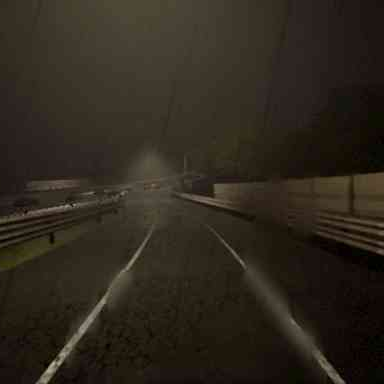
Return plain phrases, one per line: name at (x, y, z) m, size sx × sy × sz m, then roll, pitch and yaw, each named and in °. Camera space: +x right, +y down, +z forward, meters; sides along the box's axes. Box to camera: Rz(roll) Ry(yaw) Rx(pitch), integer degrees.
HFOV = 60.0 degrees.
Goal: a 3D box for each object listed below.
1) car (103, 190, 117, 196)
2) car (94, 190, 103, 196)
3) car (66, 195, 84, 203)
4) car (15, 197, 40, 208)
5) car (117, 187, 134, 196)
car at (-20.276, 0.253, 85.553) m, size 2.128 × 1.511 × 4.902 m, roll 0°, pitch 3°, yaw 7°
car at (-23.751, 0.206, 85.962) m, size 1.837 × 1.490 × 4.892 m, roll 0°, pitch 3°, yaw 7°
car at (-22.844, 1.305, 64.918) m, size 1.837 × 1.490 × 4.892 m, roll 0°, pitch 3°, yaw 7°
car at (-27.490, 1.565, 55.757) m, size 2.097 × 1.767 × 4.553 m, roll 0°, pitch 3°, yaw 7°
car at (-16.800, 0.275, 85.143) m, size 1.812 × 1.442 × 4.674 m, roll 0°, pitch 3°, yaw 7°
